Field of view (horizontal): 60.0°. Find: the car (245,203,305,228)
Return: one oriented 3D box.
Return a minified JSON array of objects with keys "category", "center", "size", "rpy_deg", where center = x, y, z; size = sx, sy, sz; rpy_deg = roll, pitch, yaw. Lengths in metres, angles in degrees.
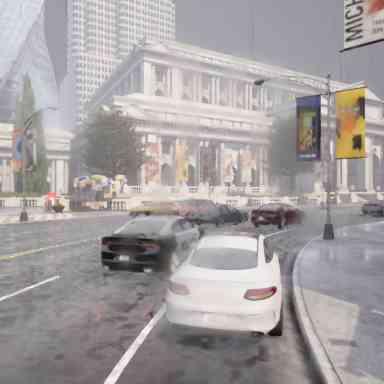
[{"category":"car","center":[5.798,1.479,22.001],"size":[1.882,1.535,5.008],"rpy_deg":[0,-1,40]}]

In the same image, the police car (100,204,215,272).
[{"category":"police car","center":[-0.902,1.424,10.692],"size":[1.930,1.638,5.238],"rpy_deg":[0,0,17]}]

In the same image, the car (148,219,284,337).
[{"category":"car","center":[0.836,1.525,6.696],"size":[1.812,1.442,4.674],"rpy_deg":[0,0,13]}]

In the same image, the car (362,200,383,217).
[{"category":"car","center":[17.980,1.497,31.114],"size":[4.902,1.511,2.128],"rpy_deg":[0,0,-30]}]

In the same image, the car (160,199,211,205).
[{"category":"car","center":[0.030,1.351,26.166],"size":[2.097,1.767,4.553],"rpy_deg":[0,0,42]}]

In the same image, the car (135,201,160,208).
[{"category":"car","center":[-2.975,1.476,28.069],"size":[1.882,1.535,5.008],"rpy_deg":[0,0,41]}]

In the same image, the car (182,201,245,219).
[{"category":"car","center":[1.921,1.548,22.887],"size":[2.033,1.411,5.357],"rpy_deg":[0,0,38]}]
